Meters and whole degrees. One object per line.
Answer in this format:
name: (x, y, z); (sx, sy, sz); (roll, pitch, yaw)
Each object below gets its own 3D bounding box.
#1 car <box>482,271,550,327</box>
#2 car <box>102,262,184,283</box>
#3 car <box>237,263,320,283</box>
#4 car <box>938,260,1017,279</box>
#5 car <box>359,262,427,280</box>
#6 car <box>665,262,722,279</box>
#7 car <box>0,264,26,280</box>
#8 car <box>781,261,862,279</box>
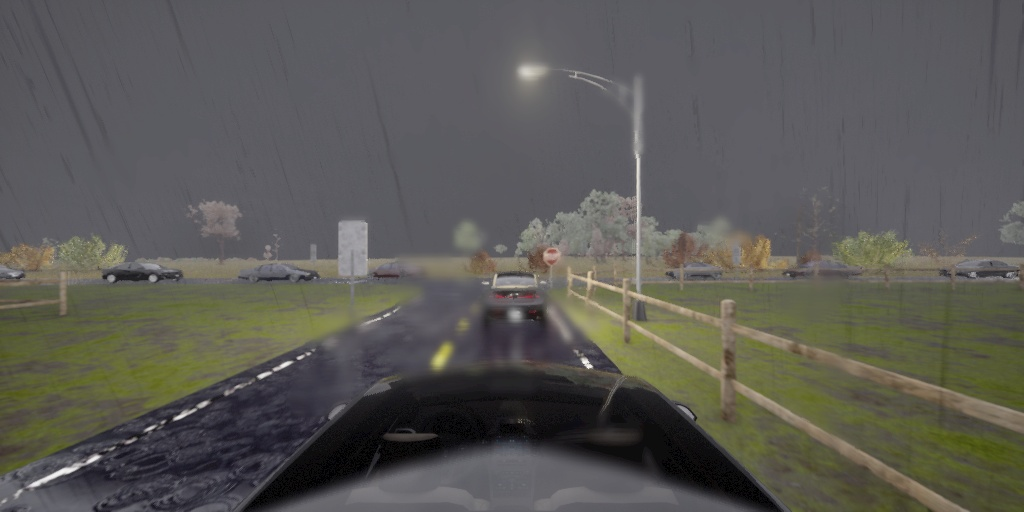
car: (0.102, 1.219, 11.365); (1.837, 1.490, 4.892); (0, 0, 0)
car: (-27.636, 1.210, 26.934); (5.008, 1.535, 1.882); (0, 0, 0)
car: (-17.388, 1.250, 26.846); (5.357, 1.411, 2.033); (0, 0, 1)
car: (38.002, 1.074, 29.326); (4.892, 1.490, 1.837); (0, 0, 0)
car: (-9.834, 1.217, 29.806); (5.357, 1.411, 2.033); (0, 0, 7)
car: (14.907, 1.170, 29.534); (4.181, 1.385, 1.994); (0, 0, 0)
car: (-39.874, 1.261, 27.045); (4.902, 1.511, 2.128); (0, 0, 1)
car: (25.350, 1.132, 29.444); (5.357, 1.411, 2.033); (0, 0, 1)
